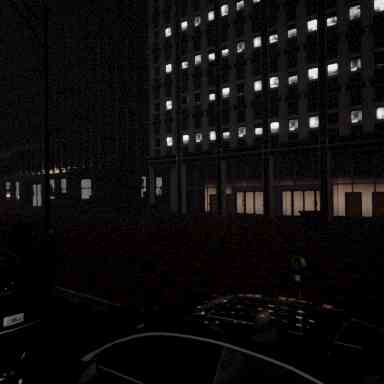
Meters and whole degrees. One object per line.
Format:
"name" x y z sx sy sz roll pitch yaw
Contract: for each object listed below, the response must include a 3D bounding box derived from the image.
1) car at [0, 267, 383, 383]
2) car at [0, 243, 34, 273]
"car" 0.271 1.551 2.694 4.403 1.369 2.008 0 -1 36
"car" -4.261 1.553 5.929 4.403 1.369 2.008 0 -1 36
